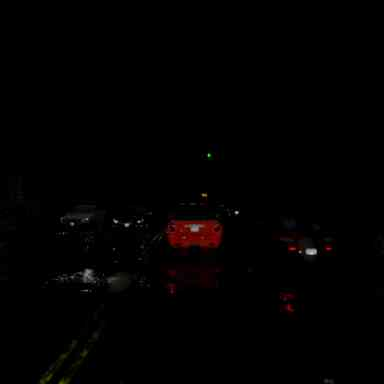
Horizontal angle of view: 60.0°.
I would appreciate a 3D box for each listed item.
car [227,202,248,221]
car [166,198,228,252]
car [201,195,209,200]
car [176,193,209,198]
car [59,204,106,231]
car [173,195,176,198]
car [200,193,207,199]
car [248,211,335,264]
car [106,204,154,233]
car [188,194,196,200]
[{"bbox_3d":[3.343,1.506,26.785,1.994,1.385,4.181,0,0,0],"label":"car"},{"bbox_3d":[0.097,1.323,13.810,2.097,1.767,4.553,0,0,0],"label":"car"},{"bbox_3d":[3.232,1.351,83.185,1.895,1.301,4.718,0,0,0],"label":"car"},{"bbox_3d":[-0.061,1.161,28.248,2.150,2.045,5.566,0,0,-3],"label":"car"},{"bbox_3d":[-6.570,1.482,20.612,1.812,1.442,4.674,0,0,0],"label":"car"},{"bbox_3d":[-3.266,1.402,72.234,1.895,1.301,4.718,0,0,0],"label":"car"},{"bbox_3d":[3.230,1.026,93.096,1.882,1.535,5.008,0,0,0],"label":"car"},{"bbox_3d":[3.348,1.501,11.632,1.812,1.442,4.674,0,0,0],"label":"car"},{"bbox_3d":[-3.327,1.466,19.453,1.837,1.490,4.892,0,0,0],"label":"car"},{"bbox_3d":[-0.018,1.280,82.675,2.128,1.511,4.902,0,0,0],"label":"car"}]
